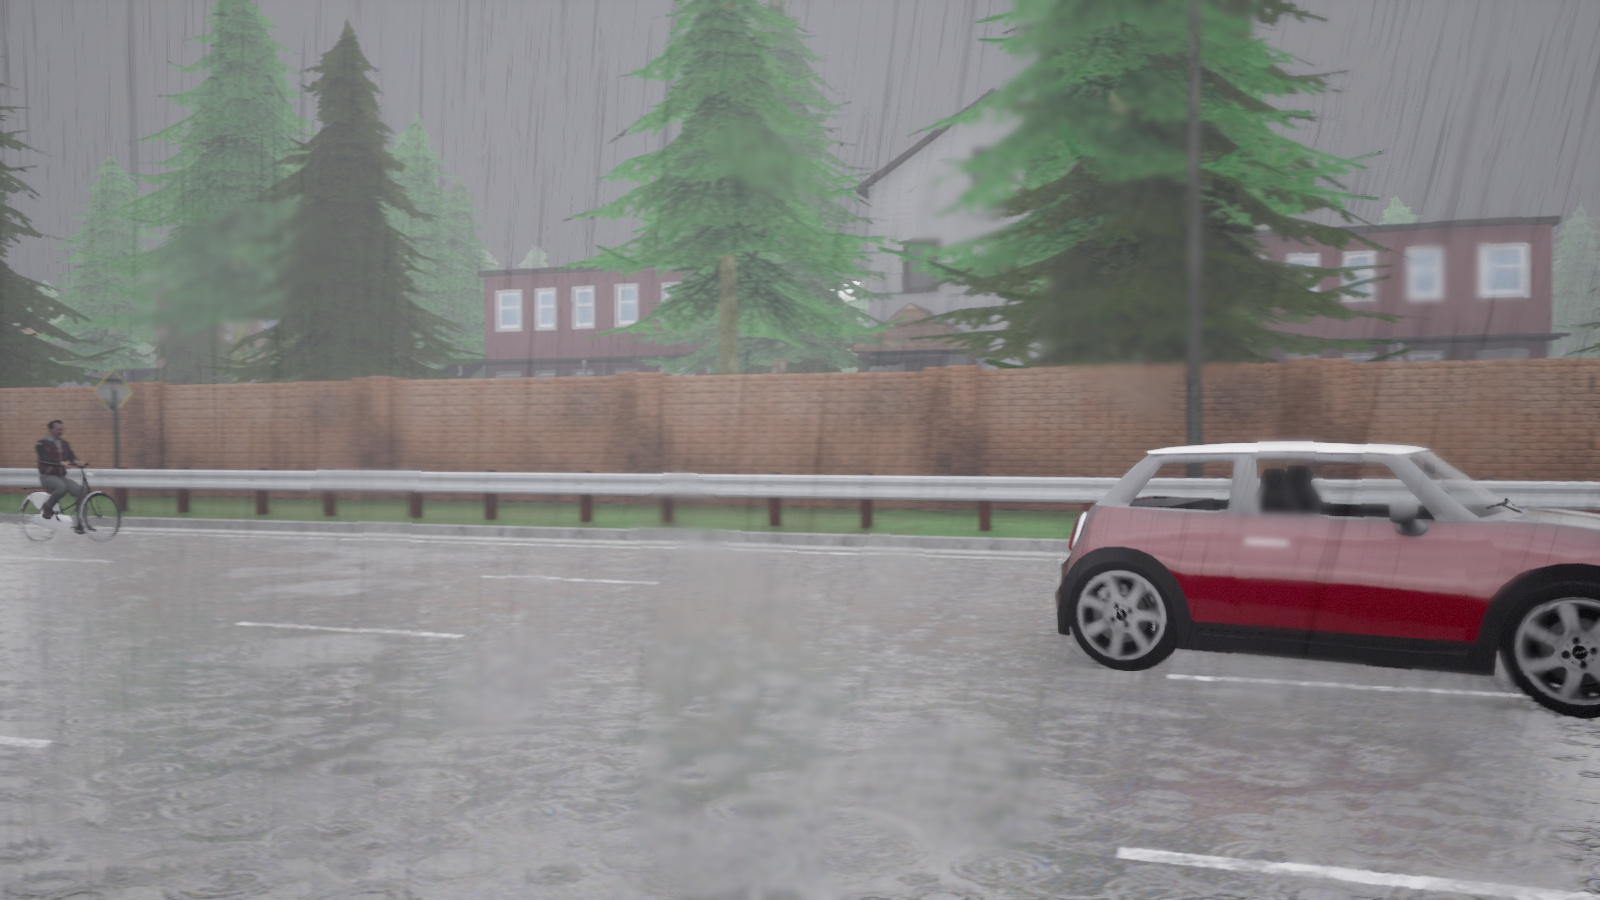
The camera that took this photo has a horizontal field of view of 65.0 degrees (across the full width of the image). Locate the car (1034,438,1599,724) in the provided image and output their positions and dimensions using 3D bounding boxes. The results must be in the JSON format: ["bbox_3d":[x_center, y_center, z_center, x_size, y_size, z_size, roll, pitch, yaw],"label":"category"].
[{"bbox_3d":[3.679,0.676,8.076,3.806,1.475,1.970,1,1,32],"label":"car"}]

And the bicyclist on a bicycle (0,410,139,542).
[{"bbox_3d":[-10.373,0.370,17.758,1.843,1.776,0.659,-3,0,19],"label":"bicyclist on a bicycle"}]
